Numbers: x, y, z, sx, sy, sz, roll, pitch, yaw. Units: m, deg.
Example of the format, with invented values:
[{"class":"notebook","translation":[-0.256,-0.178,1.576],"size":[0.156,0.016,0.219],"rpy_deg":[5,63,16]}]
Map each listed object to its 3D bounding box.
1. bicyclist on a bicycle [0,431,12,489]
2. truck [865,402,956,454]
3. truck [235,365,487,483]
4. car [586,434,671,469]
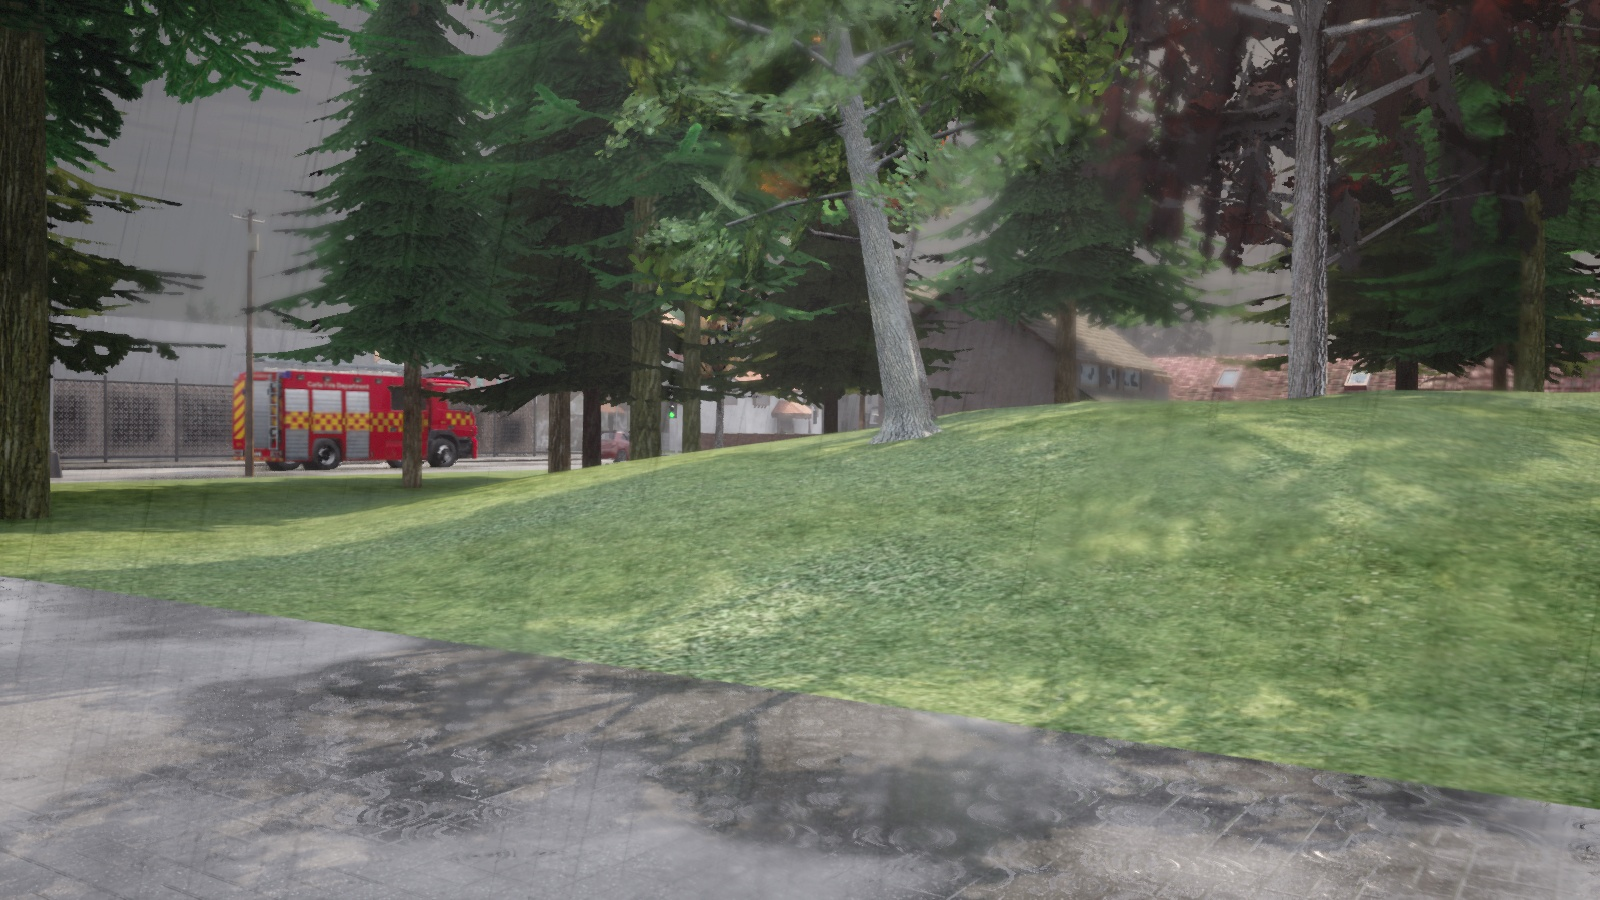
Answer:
[{"class":"bicyclist on a bicycle","translation":[-24.991,0.310,37.950],"size":[0.659,1.776,1.843],"rpy_deg":[0,1,34]},{"class":"truck","translation":[7.773,-1.513,87.329],"size":[2.891,3.462,7.936],"rpy_deg":[0,1,33]},{"class":"truck","translation":[-15.479,-0.908,45.046],"size":[2.891,3.827,8.468],"rpy_deg":[0,1,34]},{"class":"car","translation":[-7.730,0.041,56.720],"size":[1.845,1.501,3.633],"rpy_deg":[0,1,34]}]
